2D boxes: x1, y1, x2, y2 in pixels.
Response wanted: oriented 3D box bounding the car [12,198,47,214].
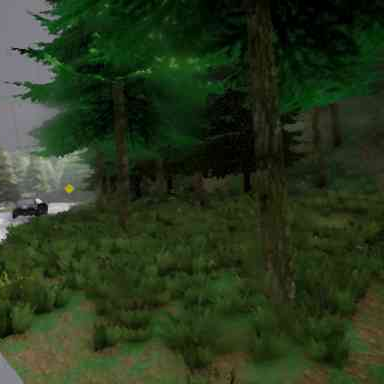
[{"bbox_3d":[-14.108,1.276,29.185,2.097,1.767,4.553,-3,1,-13],"label":"car"}]
